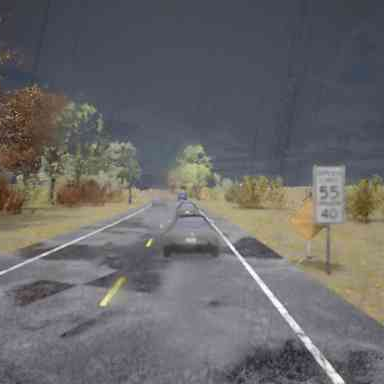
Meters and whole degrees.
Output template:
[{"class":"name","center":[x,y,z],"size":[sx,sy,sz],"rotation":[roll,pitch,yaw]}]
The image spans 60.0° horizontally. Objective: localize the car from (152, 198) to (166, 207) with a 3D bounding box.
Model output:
[{"class":"car","center":[-5.082,1.582,51.406],"size":[1.994,1.385,4.181],"rotation":[0,0,-3]}]

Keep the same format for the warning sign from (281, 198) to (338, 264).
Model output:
[{"class":"warning sign","center":[3.496,1.124,9.995],"size":[1.300,1.860,1.060],"rotation":[1,1,-1]}]

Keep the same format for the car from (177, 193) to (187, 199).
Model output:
[{"class":"car","center":[-2.348,1.203,80.129],"size":[2.150,2.045,5.566],"rotation":[0,0,-5]}]

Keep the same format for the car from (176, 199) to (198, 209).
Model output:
[{"class":"car","center":[-0.406,1.584,28.323],"size":[1.994,1.385,4.181],"rotation":[0,0,-1]}]

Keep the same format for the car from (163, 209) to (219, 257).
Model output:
[{"class":"car","center":[-0.047,1.577,13.089],"size":[1.994,1.385,4.181],"rotation":[0,0,-1]}]
